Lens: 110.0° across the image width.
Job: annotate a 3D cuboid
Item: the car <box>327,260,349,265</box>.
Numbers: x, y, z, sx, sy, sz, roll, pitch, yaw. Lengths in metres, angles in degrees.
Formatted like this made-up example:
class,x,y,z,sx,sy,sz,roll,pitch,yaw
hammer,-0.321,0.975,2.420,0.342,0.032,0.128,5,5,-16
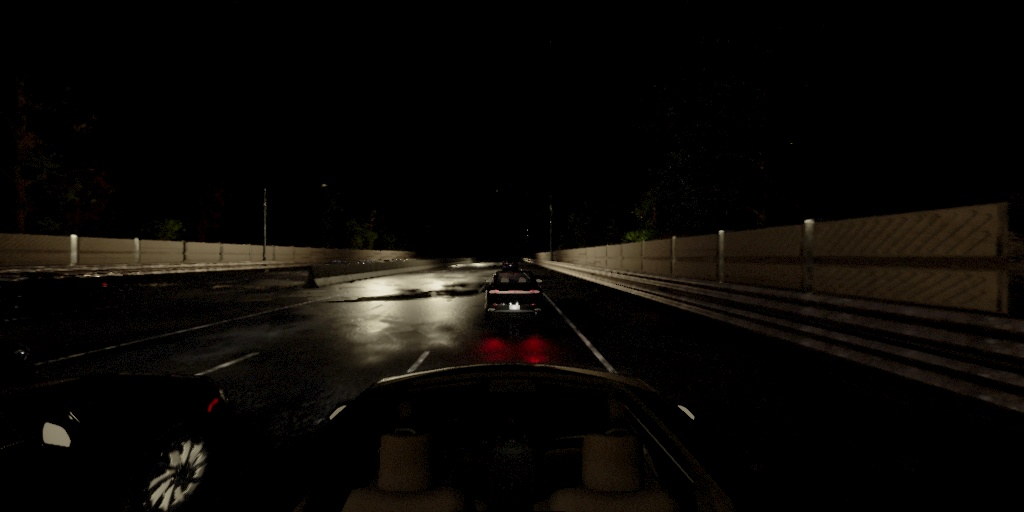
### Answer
class,x,y,z,sx,sy,sz,roll,pitch,yaw
car,-24.928,1.323,51.565,1.994,1.385,4.181,0,0,0

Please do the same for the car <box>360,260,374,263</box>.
class,x,y,z,sx,sy,sz,roll,pitch,yaw
car,-21.432,1.324,53.036,1.994,1.385,4.181,0,0,0

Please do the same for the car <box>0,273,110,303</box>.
class,x,y,z,sx,sy,sz,roll,pitch,yaw
car,-17.619,1.317,13.039,1.994,1.385,4.181,0,0,0

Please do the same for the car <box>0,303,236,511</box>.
class,x,y,z,sx,sy,sz,roll,pitch,yaw
car,-3.405,1.255,1.233,1.837,1.490,4.892,0,0,0

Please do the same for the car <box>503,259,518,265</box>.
class,x,y,z,sx,sy,sz,roll,pitch,yaw
car,-0.201,1.188,44.527,2.033,1.649,4.856,0,0,-1

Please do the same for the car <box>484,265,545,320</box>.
class,x,y,z,sx,sy,sz,roll,pitch,yaw
car,0.063,1.244,12.621,2.128,1.511,4.902,0,0,0

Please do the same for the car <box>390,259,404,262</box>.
class,x,y,z,sx,sy,sz,roll,pitch,yaw
car,-17.955,1.251,55.865,2.128,1.511,4.902,0,0,0

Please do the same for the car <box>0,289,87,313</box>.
class,x,y,z,sx,sy,sz,roll,pitch,yaw
car,-6.906,1.242,2.453,2.128,1.511,4.902,0,0,0
